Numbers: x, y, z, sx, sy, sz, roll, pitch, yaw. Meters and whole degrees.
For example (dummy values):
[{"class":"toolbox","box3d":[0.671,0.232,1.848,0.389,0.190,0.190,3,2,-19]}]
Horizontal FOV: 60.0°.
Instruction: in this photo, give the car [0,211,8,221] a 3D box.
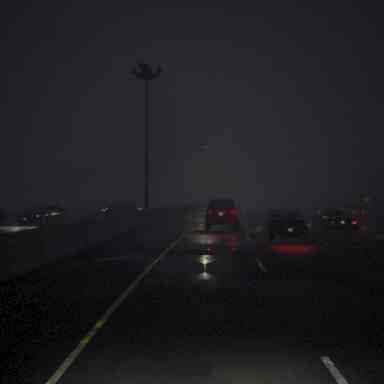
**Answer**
[{"class":"car","box3d":[-15.656,1.744,23.713,2.033,1.411,5.357,0,-1,9]}]

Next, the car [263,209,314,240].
[{"class":"car","box3d":[5.021,1.684,18.315,1.882,1.535,5.008,0,-1,8]}]

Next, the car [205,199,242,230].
[{"class":"car","box3d":[2.196,1.470,23.191,2.150,2.045,5.566,0,-1,9]}]

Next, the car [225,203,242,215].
[{"class":"car","box3d":[5.211,2.046,41.364,1.895,1.301,4.718,0,-1,10]}]

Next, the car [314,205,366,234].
[{"class":"car","box3d":[8.976,1.798,21.395,2.033,1.411,5.357,0,-1,9]}]

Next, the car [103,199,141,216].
[{"class":"car","box3d":[-7.035,1.672,33.059,2.097,1.767,4.553,0,-1,10]}]

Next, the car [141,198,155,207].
[{"class":"car","box3d":[-8.671,1.975,64.899,2.128,1.511,4.902,0,-1,10]}]

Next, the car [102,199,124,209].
[{"class":"car","box3d":[-13.511,2.030,57.522,1.882,1.535,5.008,0,0,10]}]

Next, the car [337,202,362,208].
[{"class":"car","box3d":[13.992,1.710,30.205,2.097,1.767,4.553,0,-1,9]}]

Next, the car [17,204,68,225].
[{"class":"car","box3d":[-11.693,1.741,26.358,1.837,1.490,4.892,0,-1,9]}]
